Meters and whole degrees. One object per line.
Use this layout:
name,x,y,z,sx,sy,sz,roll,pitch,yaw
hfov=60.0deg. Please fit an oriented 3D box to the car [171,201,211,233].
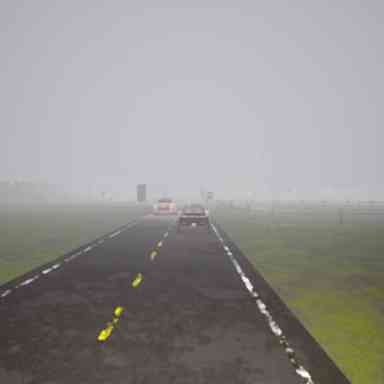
car,0.094,1.500,19.771,2.128,1.511,4.902,0,0,0

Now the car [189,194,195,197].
car,-0.013,1.540,90.740,1.895,1.301,4.718,0,0,0

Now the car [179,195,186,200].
car,-2.762,1.539,94.269,1.837,1.490,4.892,0,0,0

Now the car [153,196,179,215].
car,-2.770,1.368,34.570,2.097,1.767,4.553,0,0,0

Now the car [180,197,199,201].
car,0.089,1.493,31.562,1.882,1.535,5.008,0,0,0
